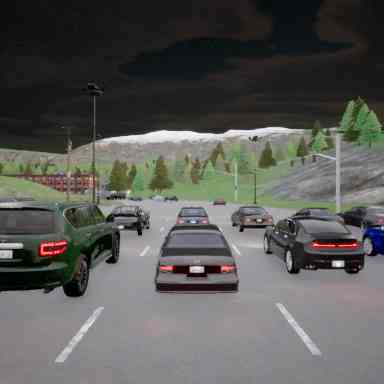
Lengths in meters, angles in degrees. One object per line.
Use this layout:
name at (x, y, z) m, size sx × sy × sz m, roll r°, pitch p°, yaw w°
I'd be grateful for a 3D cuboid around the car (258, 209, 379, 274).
car at (3.576, 1.505, 10.545) m, size 1.837 × 1.490 × 4.892 m, roll 0°, pitch 0°, yaw 0°

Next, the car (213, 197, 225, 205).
car at (4.764, 1.564, 58.629) m, size 1.994 × 1.385 × 4.181 m, roll 0°, pitch 0°, yaw 1°

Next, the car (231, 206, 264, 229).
car at (3.519, 1.547, 20.062) m, size 2.033 × 1.411 × 5.357 m, roll 0°, pitch 0°, yaw -1°

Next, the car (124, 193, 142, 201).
car at (-14.096, 1.540, 81.238) m, size 2.033 × 1.411 × 5.357 m, roll 0°, pitch 0°, yaw -34°

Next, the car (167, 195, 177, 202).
car at (-5.120, 1.500, 79.335) m, size 1.837 × 1.490 × 4.892 m, roll 0°, pitch 0°, yaw -27°

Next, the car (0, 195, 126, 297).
car at (-3.420, 1.221, 8.707) m, size 2.150 × 2.045 × 5.566 m, roll 0°, pitch 0°, yaw 0°

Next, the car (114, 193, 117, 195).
car at (-22.211, 1.478, 85.892) m, size 1.882 × 1.535 × 5.008 m, roll 0°, pitch 0°, yaw -44°

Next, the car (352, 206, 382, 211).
car at (10.521, 1.547, 20.015) m, size 2.033 × 1.411 × 5.357 m, roll 0°, pitch 0°, yaw -1°

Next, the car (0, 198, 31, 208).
car at (-25.212, 1.526, 46.324) m, size 4.674 × 1.442 × 1.812 m, roll 0°, pitch 0°, yaw -1°

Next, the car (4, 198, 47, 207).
car at (-24.924, 1.547, 49.829) m, size 5.357 × 1.411 × 2.033 m, roll 0°, pitch 0°, yaw -1°

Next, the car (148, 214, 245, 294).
car at (0.082, 1.547, 8.952) m, size 2.033 × 1.411 × 5.357 m, roll 0°, pitch 0°, yaw 0°

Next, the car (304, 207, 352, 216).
car at (7.032, 1.564, 19.085) m, size 1.994 × 1.385 × 4.181 m, roll 0°, pitch 0°, yaw -1°

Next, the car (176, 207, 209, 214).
car at (0.043, 1.547, 19.046) m, size 2.033 × 1.411 × 5.357 m, roll 0°, pitch 0°, yaw 0°

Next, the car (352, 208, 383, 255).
car at (7.075, 1.478, 10.030) m, size 1.882 × 1.535 × 5.008 m, roll 0°, pitch 0°, yaw 0°

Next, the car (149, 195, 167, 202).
car at (-7.895, 1.524, 76.982) m, size 1.812 × 1.442 × 4.674 m, roll 0°, pitch 0°, yaw -23°

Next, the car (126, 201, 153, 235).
car at (-3.460, 1.492, 18.590) m, size 2.128 × 1.511 × 4.902 m, roll 0°, pitch 0°, yaw 0°

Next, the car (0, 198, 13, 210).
car at (-26.257, 1.547, 42.808) m, size 5.357 × 1.411 × 2.033 m, roll 0°, pitch 0°, yaw -1°

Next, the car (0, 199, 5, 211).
car at (-24.973, 1.526, 39.326) m, size 4.674 × 1.442 × 1.812 m, roll 0°, pitch 0°, yaw -1°
